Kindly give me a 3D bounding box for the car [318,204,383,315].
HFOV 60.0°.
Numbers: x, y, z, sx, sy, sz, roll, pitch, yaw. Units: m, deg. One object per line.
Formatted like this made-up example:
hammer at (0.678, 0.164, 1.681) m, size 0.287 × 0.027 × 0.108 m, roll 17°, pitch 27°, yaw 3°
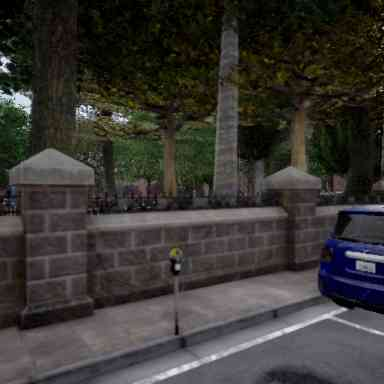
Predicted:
car at (4.872, 1.259, 6.706) m, size 5.566 × 2.045 × 2.150 m, roll 0°, pitch 0°, yaw -35°
